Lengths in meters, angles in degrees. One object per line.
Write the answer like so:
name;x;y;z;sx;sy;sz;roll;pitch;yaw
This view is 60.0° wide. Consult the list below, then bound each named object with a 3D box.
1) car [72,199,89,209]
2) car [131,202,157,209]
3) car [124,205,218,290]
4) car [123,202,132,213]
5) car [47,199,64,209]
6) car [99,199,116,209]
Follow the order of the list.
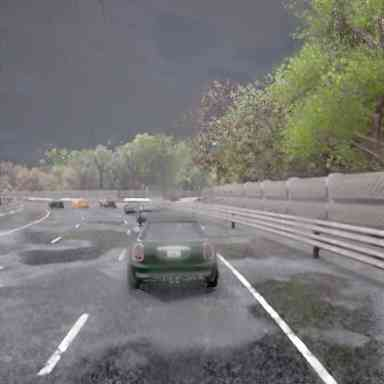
car;-17.749;1.845;52.850;1.882;1.535;5.008;0;-1;-29
car;-3.217;1.661;25.052;2.128;1.511;4.902;0;0;-12
car;-0.618;1.415;9.498;2.097;1.767;4.553;0;0;-6
car;-6.672;1.821;37.862;1.994;1.385;4.181;0;0;-16
car;-21.512;1.847;52.373;1.882;1.535;5.008;0;0;-30
car;-13.255;1.861;51.878;1.837;1.490;4.892;0;-1;-28
